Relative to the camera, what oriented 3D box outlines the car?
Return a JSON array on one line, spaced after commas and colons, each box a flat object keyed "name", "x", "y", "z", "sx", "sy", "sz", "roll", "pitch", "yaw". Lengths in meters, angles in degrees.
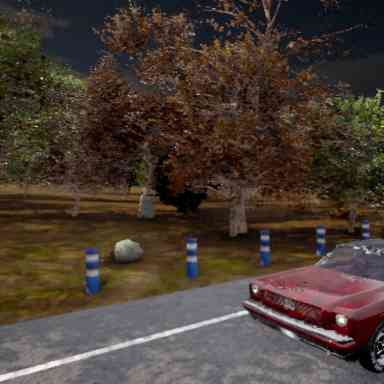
[{"name": "car", "x": 3.163, "y": 1.565, "z": 5.663, "sx": 4.718, "sy": 1.301, "sz": 1.895, "roll": -1, "pitch": 0, "yaw": -33}]
